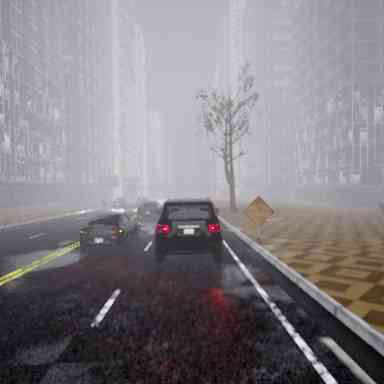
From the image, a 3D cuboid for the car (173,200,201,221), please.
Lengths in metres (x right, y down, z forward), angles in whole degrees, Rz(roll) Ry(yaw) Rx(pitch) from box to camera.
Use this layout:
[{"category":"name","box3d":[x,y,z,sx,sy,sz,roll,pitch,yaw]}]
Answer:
[{"category":"car","box3d":[-0.430,1.492,28.356,2.128,1.511,4.902,-1,0,-1]}]

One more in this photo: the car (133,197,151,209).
[{"category":"car","box3d":[-7.513,1.605,50.325,2.128,1.511,4.902,-1,0,-1]}]

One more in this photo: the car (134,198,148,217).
[{"category":"car","box3d":[-3.701,1.532,29.767,1.882,1.535,5.008,-1,0,-1]}]

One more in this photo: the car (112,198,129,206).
[{"category":"car","box3d":[-10.758,1.659,50.153,2.128,1.511,4.902,-1,0,-1]}]

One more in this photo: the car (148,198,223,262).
[{"category":"car","box3d":[-0.122,1.222,12.326,2.150,2.045,5.566,-1,0,-1]}]

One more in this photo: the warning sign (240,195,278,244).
[{"category":"warning sign","box3d":[2.657,1.067,13.297,1.300,1.860,1.060,0,1,-1]}]

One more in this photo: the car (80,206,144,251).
[{"category":"car","box3d":[-3.396,1.579,14.309,1.812,1.442,4.674,-1,0,-1]}]
